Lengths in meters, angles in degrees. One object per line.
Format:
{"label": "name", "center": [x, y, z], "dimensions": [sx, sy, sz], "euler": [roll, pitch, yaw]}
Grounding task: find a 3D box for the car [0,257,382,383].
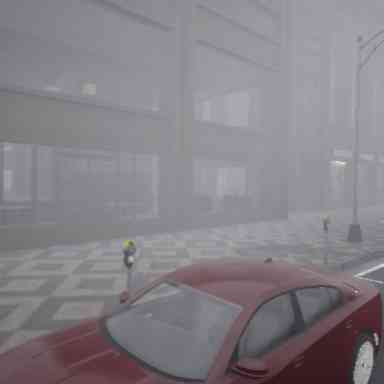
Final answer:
{"label": "car", "center": [0.299, 1.443, 3.288], "dimensions": [4.507, 1.381, 1.887], "euler": [-1, 3, -41]}
